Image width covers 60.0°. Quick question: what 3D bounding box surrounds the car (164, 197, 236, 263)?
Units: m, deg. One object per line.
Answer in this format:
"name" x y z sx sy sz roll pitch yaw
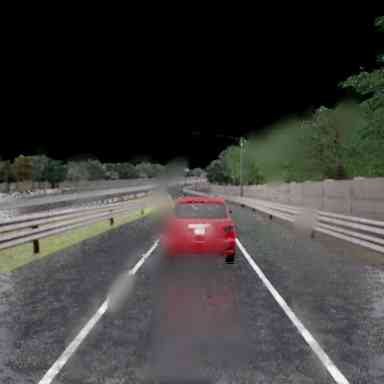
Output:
"car" 0.294 1.189 11.960 2.150 2.045 5.566 0 0 2

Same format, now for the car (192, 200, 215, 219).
"car" 1.044 1.449 28.997 1.812 1.442 4.674 0 0 3
